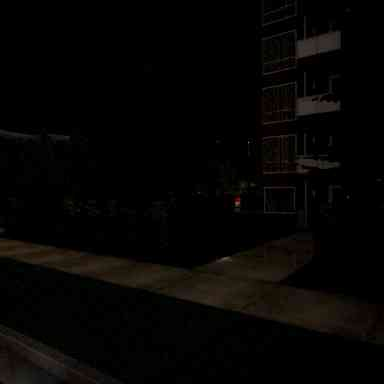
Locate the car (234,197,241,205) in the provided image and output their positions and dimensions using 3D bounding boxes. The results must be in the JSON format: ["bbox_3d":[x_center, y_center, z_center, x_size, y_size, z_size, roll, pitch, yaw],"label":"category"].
[{"bbox_3d":[9.302,1.478,58.069,1.882,1.535,5.008,0,0,36],"label":"car"}]

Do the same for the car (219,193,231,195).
[{"bbox_3d":[6.234,1.220,59.642,2.150,2.045,5.566,0,0,36],"label":"car"}]
